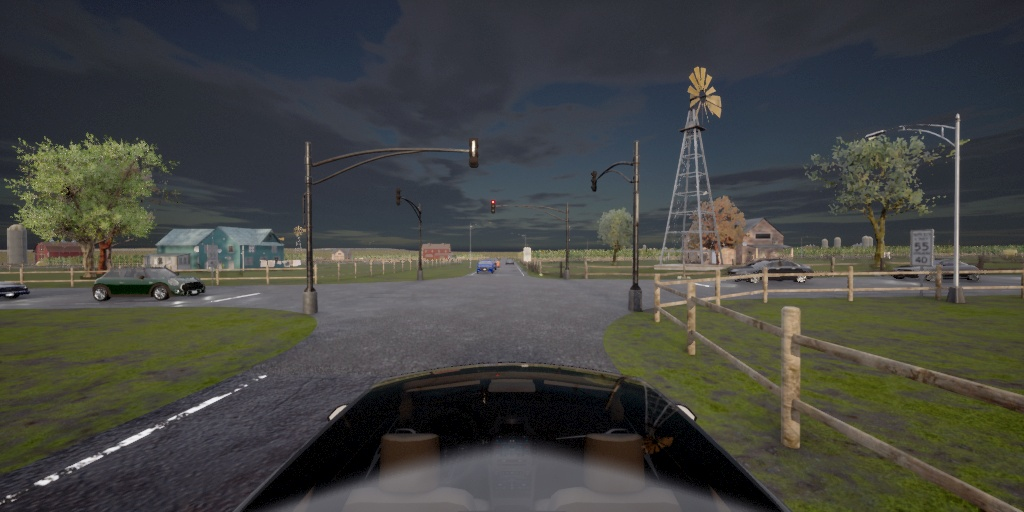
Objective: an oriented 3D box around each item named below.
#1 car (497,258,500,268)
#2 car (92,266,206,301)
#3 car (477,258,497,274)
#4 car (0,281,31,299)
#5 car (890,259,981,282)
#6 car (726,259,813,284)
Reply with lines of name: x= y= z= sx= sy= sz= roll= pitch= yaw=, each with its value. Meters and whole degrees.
car: x=-3.121 y=1.291 z=51.878 sx=2.033 sy=1.411 sz=5.357 roll=0 pitch=0 yaw=-1
car: x=-19.177 y=1.371 z=19.100 sx=4.553 sy=1.767 sz=2.097 roll=-1 pitch=1 yaw=0
car: x=-3.049 y=1.221 z=41.974 sx=1.882 sy=1.535 sz=5.008 roll=0 pitch=0 yaw=-1
car: x=-29.345 y=1.705 z=19.051 sx=5.357 sy=1.411 sz=2.033 roll=-1 pitch=1 yaw=0
car: x=27.074 y=0.891 z=23.015 sx=4.181 sy=1.385 sz=1.994 roll=-1 pitch=1 yaw=0
car: x=16.410 y=0.975 z=22.968 sx=4.892 sy=1.490 sz=1.837 roll=0 pitch=1 yaw=0
